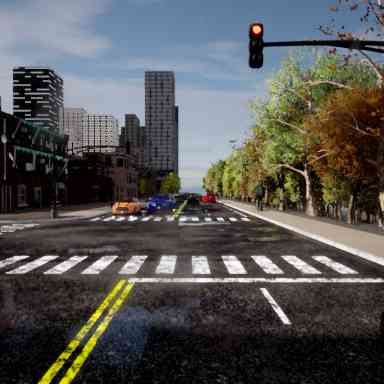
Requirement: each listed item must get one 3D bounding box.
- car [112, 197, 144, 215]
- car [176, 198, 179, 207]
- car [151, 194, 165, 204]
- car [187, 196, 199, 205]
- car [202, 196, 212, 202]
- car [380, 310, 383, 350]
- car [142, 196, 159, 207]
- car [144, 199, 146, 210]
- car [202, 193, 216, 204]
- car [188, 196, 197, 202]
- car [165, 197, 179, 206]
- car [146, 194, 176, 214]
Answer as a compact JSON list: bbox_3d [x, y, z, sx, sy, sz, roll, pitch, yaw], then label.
[{"bbox_3d":[-6.557,1.342,33.717,2.097,1.767,4.553,0,0,1],"label":"car"},{"bbox_3d":[-3.241,1.336,45.558,2.097,1.767,4.553,0,0,0],"label":"car"},{"bbox_3d":[-6.432,1.329,62.762,2.097,1.767,4.553,0,0,1],"label":"car"},{"bbox_3d":[0.212,1.456,57.966,1.882,1.535,5.008,0,0,0],"label":"car"},{"bbox_3d":[3.400,1.522,75.910,1.994,1.385,4.181,0,0,0],"label":"car"},{"bbox_3d":[3.356,1.491,2.379,2.128,1.511,4.902,0,0,0],"label":"car"},{"bbox_3d":[-6.483,1.473,52.707,2.128,1.511,4.902,0,0,0],"label":"car"},{"bbox_3d":[-6.501,1.587,42.703,1.895,1.301,4.718,0,0,0],"label":"car"},{"bbox_3d":[3.474,1.197,65.326,2.150,2.045,5.566,0,0,1],"label":"car"},{"bbox_3d":[0.148,1.565,75.633,1.895,1.301,4.718,0,0,0],"label":"car"},{"bbox_3d":[-3.228,1.581,54.899,1.895,1.301,4.718,0,0,0],"label":"car"},{"bbox_3d":[-3.269,1.210,35.866,2.150,2.045,5.566,0,0,0],"label":"car"}]
